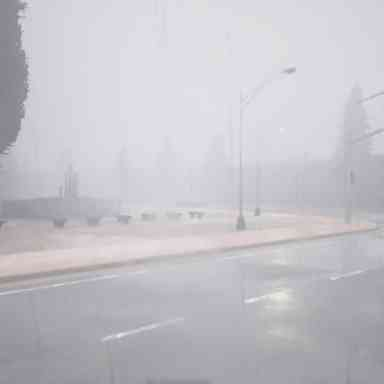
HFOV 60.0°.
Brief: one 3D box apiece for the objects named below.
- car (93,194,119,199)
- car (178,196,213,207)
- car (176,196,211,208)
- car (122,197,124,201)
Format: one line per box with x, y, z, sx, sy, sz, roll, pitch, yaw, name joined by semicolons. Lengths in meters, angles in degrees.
-14.801;1.372;53.091;5.357;1.411;2.033;0;0;17;car
0.481;1.383;48.628;4.892;1.490;1.837;0;0;38;car
-0.122;1.415;44.618;4.674;1.442;1.812;0;0;40;car
-13.810;0.975;56.447;4.553;1.767;2.097;0;0;17;car
